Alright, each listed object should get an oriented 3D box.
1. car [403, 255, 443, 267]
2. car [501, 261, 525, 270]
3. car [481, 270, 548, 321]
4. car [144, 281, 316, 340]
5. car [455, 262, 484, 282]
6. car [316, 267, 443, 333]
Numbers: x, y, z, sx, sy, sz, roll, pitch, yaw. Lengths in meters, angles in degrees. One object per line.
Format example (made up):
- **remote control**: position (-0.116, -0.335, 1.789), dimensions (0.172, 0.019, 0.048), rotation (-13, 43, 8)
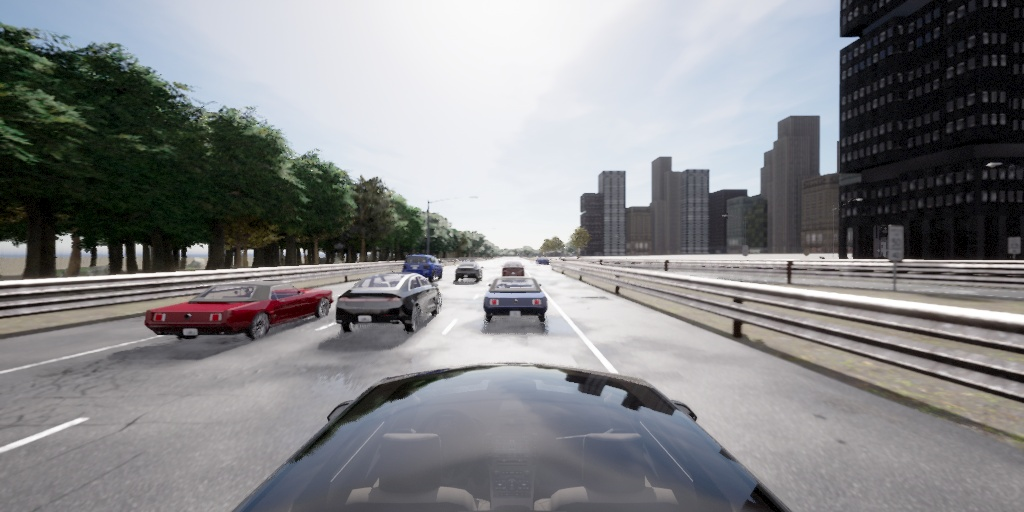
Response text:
- **car**: position (-6.894, 0.940, 28.144), dimensions (2.150, 2.045, 5.566), rotation (0, 0, 0)
- **car**: position (0.107, 1.191, 30.228), dimensions (1.882, 1.535, 5.008), rotation (0, 0, 0)
- **car**: position (0.101, 1.344, 12.419), dimensions (1.895, 1.301, 4.718), rotation (0, 0, 0)
- **car**: position (-6.899, 1.347, 9.922), dimensions (1.895, 1.301, 4.718), rotation (0, 0, 0)
- **car**: position (-3.394, 1.222, 28.699), dimensions (1.837, 1.490, 4.892), rotation (0, 0, 0)
- **car**: position (-3.398, 1.237, 10.708), dimensions (2.128, 1.511, 4.902), rotation (0, 0, 0)
